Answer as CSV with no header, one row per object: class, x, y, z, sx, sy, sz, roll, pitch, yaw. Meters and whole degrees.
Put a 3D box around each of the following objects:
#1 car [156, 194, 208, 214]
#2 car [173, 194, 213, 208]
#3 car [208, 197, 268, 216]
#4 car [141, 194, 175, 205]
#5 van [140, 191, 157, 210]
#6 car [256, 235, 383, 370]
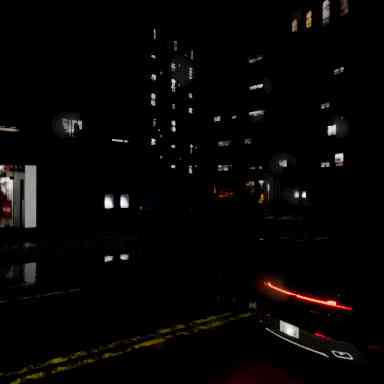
car,-0.603,1.138,29.225,4.403,1.369,2.008,1,0,37
car,0.054,1.042,39.223,4.403,1.369,2.008,1,0,37
car,4.159,1.166,28.606,4.902,1.511,2.128,2,1,41
car,-4.359,0.962,42.548,4.206,1.307,1.802,1,0,37
van,-5.010,0.817,32.552,3.998,1.788,1.690,1,0,37
car,3.237,1.507,5.621,4.892,1.490,1.837,0,0,-35
